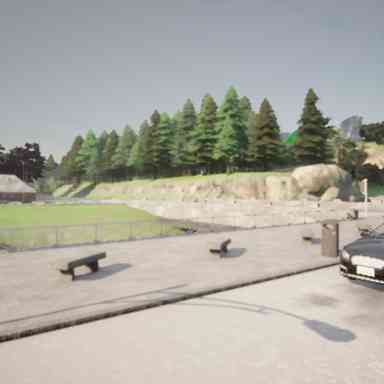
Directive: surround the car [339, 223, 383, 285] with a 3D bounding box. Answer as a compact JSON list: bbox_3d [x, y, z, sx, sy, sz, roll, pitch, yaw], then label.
[{"bbox_3d":[5.817,1.477,8.702,4.902,1.511,2.128,0,0,-35],"label":"car"}]
